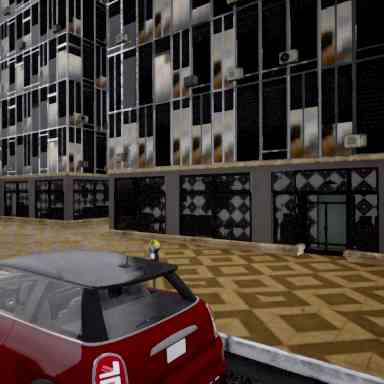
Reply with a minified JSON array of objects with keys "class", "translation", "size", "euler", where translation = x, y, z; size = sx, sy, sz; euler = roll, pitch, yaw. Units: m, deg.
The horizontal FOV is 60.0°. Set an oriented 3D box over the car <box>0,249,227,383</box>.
[{"class":"car","translation":[-1.720,1.440,4.098],"size":[4.097,1.590,1.967],"euler":[0,0,35]}]
